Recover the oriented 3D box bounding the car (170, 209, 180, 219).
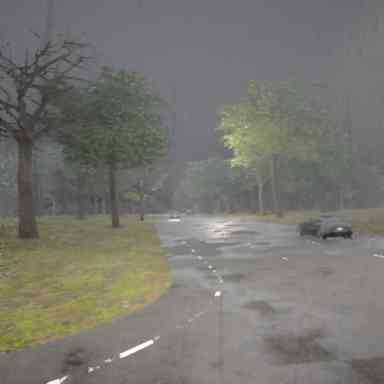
[{"bbox_3d":[-3.282,4.612,65.447,2.128,1.511,4.902,-3,-2,-1],"label":"car"}]

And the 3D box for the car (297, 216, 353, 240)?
[{"bbox_3d":[8.404,2.234,21.414,1.994,1.385,4.181,-2,-2,-7],"label":"car"}]

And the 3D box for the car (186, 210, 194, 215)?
[{"bbox_3d":[-0.662,5.705,92.288,1.812,1.442,4.674,-2,-3,-7],"label":"car"}]
